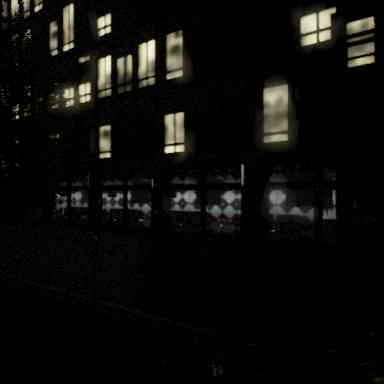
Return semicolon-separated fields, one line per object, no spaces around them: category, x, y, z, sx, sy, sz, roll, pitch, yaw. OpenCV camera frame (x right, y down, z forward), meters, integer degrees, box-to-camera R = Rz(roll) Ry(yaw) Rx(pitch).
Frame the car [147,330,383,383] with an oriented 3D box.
car;1.469;1.564;1.824;4.313;1.339;1.947;0;0;35
